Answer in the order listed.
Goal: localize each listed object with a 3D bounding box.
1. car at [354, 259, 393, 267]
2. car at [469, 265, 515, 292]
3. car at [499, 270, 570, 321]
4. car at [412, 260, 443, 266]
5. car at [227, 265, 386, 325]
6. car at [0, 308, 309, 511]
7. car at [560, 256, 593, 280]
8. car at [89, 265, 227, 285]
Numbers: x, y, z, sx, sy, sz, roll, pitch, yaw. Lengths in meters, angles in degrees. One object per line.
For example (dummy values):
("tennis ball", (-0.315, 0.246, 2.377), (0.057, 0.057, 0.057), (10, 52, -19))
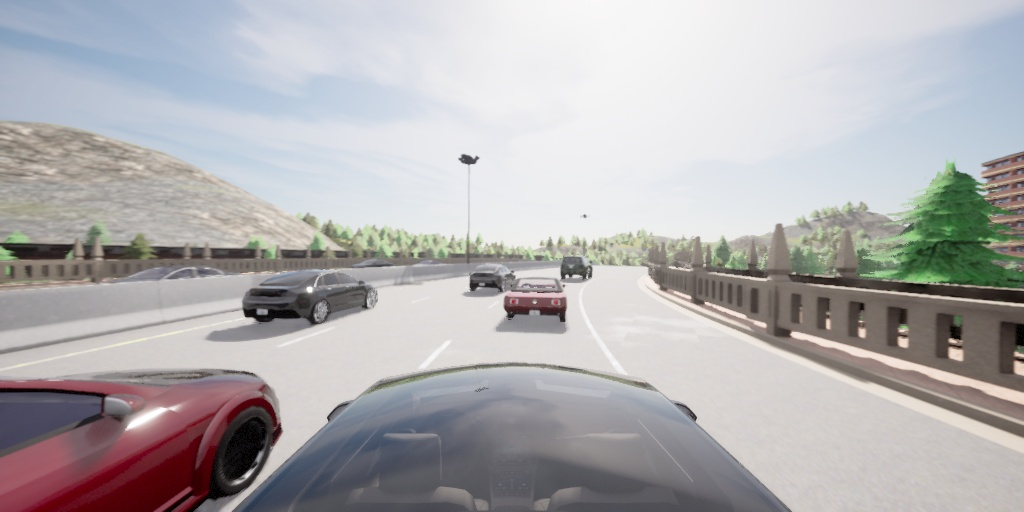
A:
("car", (-14.645, 1.086, 37.649), (1.882, 1.535, 5.008), (0, 0, 20))
("car", (-1.063, 1.236, 21.039), (1.837, 1.490, 4.892), (0, 0, 12))
("car", (0.928, 1.353, 12.548), (1.895, 1.301, 4.718), (0, 0, 7))
("car", (-9.551, 1.197, 41.238), (2.033, 1.411, 5.357), (0, 0, 22))
("car", (-6.167, 1.197, 11.636), (1.837, 1.490, 4.892), (0, 0, 6))
("car", (-3.234, 1.286, 1.793), (1.994, 1.385, 4.181), (0, 0, 0))
("car", (5.809, 1.006, 31.999), (2.150, 2.045, 5.566), (0, 0, 21))
("car", (-13.138, 1.123, 13.871), (2.128, 1.511, 4.902), (0, 0, 8))
